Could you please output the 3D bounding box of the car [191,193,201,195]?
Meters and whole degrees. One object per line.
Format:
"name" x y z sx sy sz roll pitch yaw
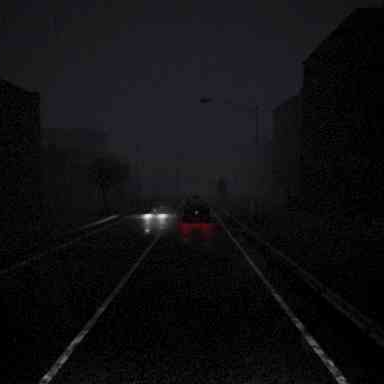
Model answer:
"car" 0.497 0.909 41.515 2.128 1.511 4.902 0 1 1

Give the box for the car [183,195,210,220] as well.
"car" 0.337 1.228 25.310 1.882 1.535 5.008 0 1 1

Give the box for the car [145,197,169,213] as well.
"car" -3.202 1.180 31.553 2.033 1.411 5.357 0 1 1
